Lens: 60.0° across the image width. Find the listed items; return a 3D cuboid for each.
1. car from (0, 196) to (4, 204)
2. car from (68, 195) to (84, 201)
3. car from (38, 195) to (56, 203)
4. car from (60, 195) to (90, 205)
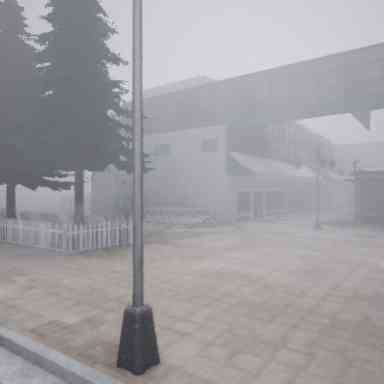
[{"bbox_3d":[-36.127,1.445,61.102,3.633,1.501,1.845,0,0,36],"label":"car"},{"bbox_3d":[-29.176,1.500,83.765,3.806,1.475,1.970,0,0,36],"label":"car"},{"bbox_3d":[-30.209,1.423,69.154,4.514,1.523,2.007,0,0,36],"label":"car"},{"bbox_3d":[-19.008,1.186,53.099,4.605,1.855,1.932,0,0,36],"label":"car"}]
